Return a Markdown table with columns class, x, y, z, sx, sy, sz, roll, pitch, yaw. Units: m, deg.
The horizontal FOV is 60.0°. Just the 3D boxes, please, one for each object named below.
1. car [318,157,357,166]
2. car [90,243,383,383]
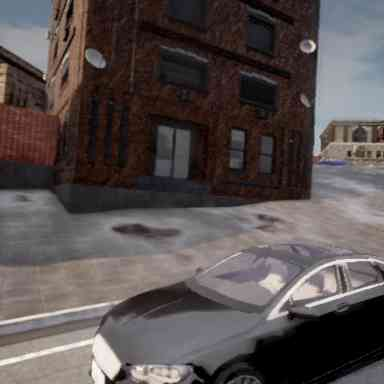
| class | x | y | z | sx | sy | sz | roll | pitch | yaw |
| --- | --- | --- | --- | --- | --- | --- | --- | --- | --- |
| car | 18.027 | -3.554 | 41.438 | 4.553 | 1.767 | 2.185 | 3 | -2 | 12 |
| car | 1.225 | 1.495 | 4.392 | 4.902 | 1.511 | 2.128 | 1 | 0 | -31 |
